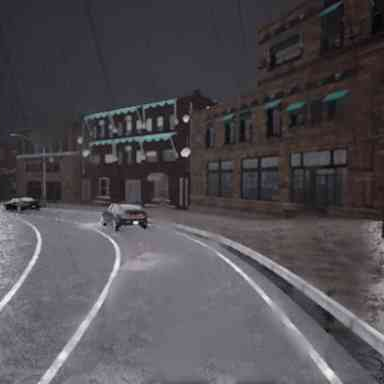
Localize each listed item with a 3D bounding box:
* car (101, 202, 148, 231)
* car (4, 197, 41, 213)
[{"bbox_3d":[-4.182,1.392,20.141,1.837,1.490,4.892,0,0,-28],"label":"car"},{"bbox_3d":[-17.127,1.228,33.465,5.008,1.535,1.882,1,1,38],"label":"car"}]
